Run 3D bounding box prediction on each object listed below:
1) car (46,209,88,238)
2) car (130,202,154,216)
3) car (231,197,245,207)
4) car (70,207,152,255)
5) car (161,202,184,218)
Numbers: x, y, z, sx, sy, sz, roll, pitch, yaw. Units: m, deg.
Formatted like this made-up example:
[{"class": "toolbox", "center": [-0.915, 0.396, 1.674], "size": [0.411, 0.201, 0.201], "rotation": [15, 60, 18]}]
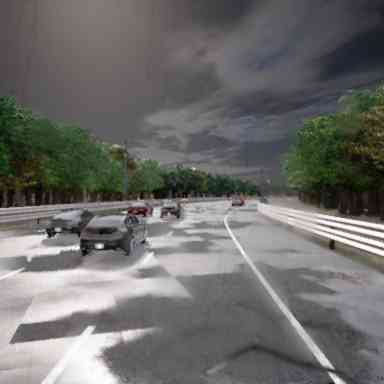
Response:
[{"class": "car", "center": [-6.400, 1.677, 18.474], "size": [1.812, 1.442, 4.674], "rotation": [0, -1, 3]}, {"class": "car", "center": [-5.303, 1.783, 34.772], "size": [1.882, 1.535, 5.008], "rotation": [0, -1, 5]}, {"class": "car", "center": [8.748, 2.226, 65.003], "size": [1.895, 1.301, 4.718], "rotation": [0, -1, 12]}, {"class": "car", "center": [-3.094, 1.618, 13.857], "size": [1.837, 1.490, 4.892], "rotation": [0, 0, 2]}, {"class": "car", "center": [-1.925, 1.797, 33.168], "size": [1.837, 1.490, 4.892], "rotation": [0, -1, 5]}]
